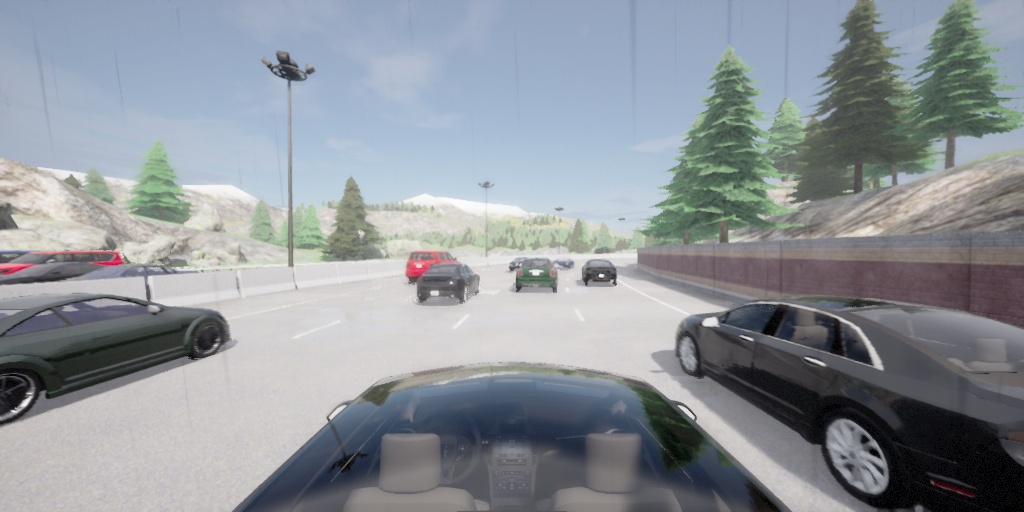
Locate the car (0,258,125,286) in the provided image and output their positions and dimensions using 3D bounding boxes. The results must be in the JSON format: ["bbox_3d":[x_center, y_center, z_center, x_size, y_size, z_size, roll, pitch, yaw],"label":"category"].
[{"bbox_3d":[-20.282,1.024,16.052,1.882,1.535,5.008,0,1,6],"label":"car"}]

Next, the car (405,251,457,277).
[{"bbox_3d":[-5.030,0.666,23.696,2.150,2.045,5.566,0,1,9],"label":"car"}]

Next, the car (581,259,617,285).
[{"bbox_3d":[5.476,0.937,22.805,1.882,1.535,5.008,0,1,9],"label":"car"}]

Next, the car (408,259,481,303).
[{"bbox_3d":[-2.571,1.064,15.468,1.837,1.490,4.892,0,1,6],"label":"car"}]

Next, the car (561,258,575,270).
[{"bbox_3d":[5.948,0.820,40.199,1.895,1.301,4.718,0,1,17],"label":"car"}]

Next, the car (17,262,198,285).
[{"bbox_3d":[-16.839,1.099,15.756,2.033,1.411,5.357,0,1,6],"label":"car"}]

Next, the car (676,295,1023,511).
[{"bbox_3d":[3.715,1.218,4.288,1.837,1.490,4.892,0,0,1],"label":"car"}]

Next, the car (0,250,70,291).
[{"bbox_3d":[-27.108,0.737,18.201,2.150,2.045,5.566,0,1,6],"label":"car"}]

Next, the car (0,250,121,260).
[{"bbox_3d":[-23.563,0.734,18.495,2.150,2.045,5.566,0,1,6],"label":"car"}]

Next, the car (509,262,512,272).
[{"bbox_3d":[1.128,0.823,36.047,2.033,1.411,5.357,0,1,15],"label":"car"}]

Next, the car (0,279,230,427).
[{"bbox_3d":[-6.737,1.259,5.533,1.994,1.385,4.181,0,1,1],"label":"car"}]

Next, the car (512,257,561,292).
[{"bbox_3d":[1.448,0.857,19.483,2.097,1.767,4.553,0,1,7],"label":"car"}]
